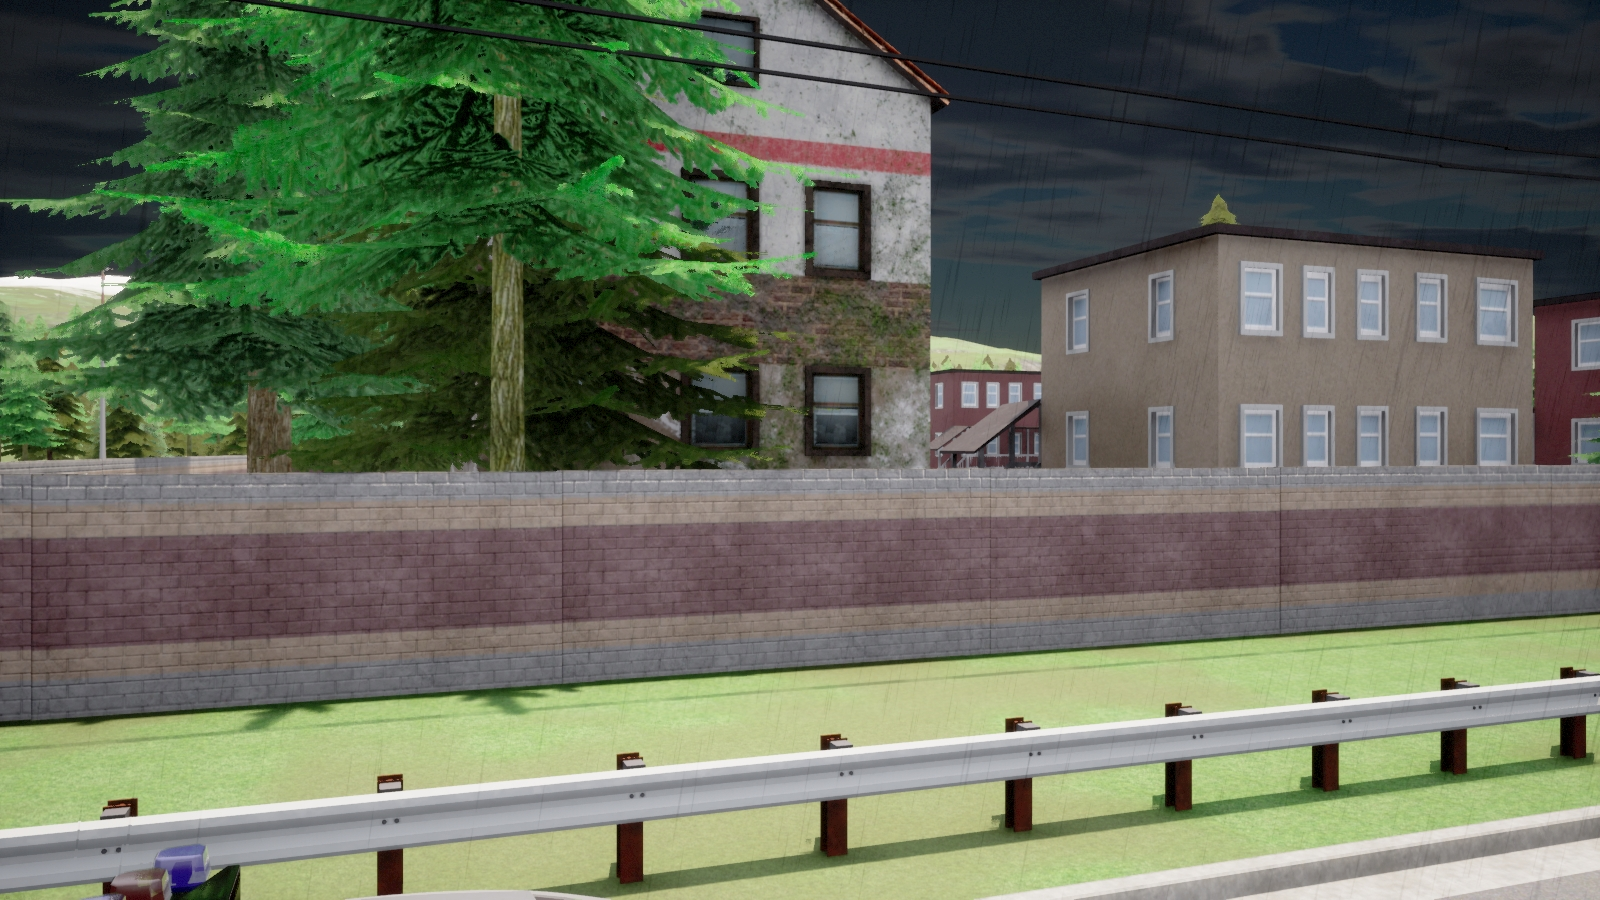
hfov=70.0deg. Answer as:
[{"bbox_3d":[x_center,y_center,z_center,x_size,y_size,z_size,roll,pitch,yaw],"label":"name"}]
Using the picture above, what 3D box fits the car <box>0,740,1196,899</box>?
[{"bbox_3d":[-1.671,1.982,2.695,5.238,1.638,2.097,0,0,-20],"label":"car"}]
